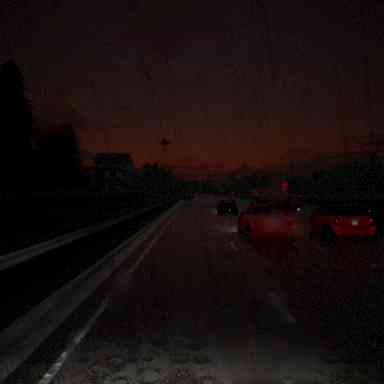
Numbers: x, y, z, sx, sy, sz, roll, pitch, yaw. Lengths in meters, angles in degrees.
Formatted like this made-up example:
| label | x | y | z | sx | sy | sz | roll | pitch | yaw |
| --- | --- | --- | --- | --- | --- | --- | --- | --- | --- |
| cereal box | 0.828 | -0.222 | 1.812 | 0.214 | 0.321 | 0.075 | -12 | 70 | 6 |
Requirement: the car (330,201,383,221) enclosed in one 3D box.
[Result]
| label | x | y | z | sx | sy | sz | roll | pitch | yaw |
| --- | --- | --- | --- | --- | --- | --- | --- | --- | --- |
| car | 14.098 | 1.602 | 28.894 | 2.033 | 1.411 | 5.357 | 0 | 0 | 0 |

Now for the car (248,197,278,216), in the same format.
| label | x | y | z | sx | sy | sz | roll | pitch | yaw |
| --- | --- | --- | --- | --- | --- | --- | --- | --- | --- |
| car | 7.099 | 1.416 | 33.934 | 2.097 | 1.767 | 4.553 | 0 | 0 | 0 |

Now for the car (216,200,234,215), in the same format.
| label | x | y | z | sx | sy | sz | roll | pitch | yaw |
| --- | --- | --- | --- | --- | --- | --- | --- | --- | --- |
| car | 3.598 | 1.556 | 34.211 | 2.128 | 1.511 | 4.902 | 0 | 0 | 0 |

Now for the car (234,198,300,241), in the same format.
| label | x | y | z | sx | sy | sz | roll | pitch | yaw |
| --- | --- | --- | --- | --- | --- | --- | --- | --- | --- |
| car | 3.601 | 1.384 | 16.897 | 2.097 | 1.767 | 4.553 | 0 | 0 | 0 |

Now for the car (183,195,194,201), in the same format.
| label | x | y | z | sx | sy | sz | roll | pitch | yaw |
| --- | --- | --- | --- | --- | --- | --- | --- | --- | --- |
| car | -1.231 | 1.517 | 88.757 | 2.097 | 1.767 | 4.553 | 0 | 0 | 0 |

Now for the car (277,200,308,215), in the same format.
| label | x | y | z | sx | sy | sz | roll | pitch | yaw |
| --- | --- | --- | --- | --- | --- | --- | --- | --- | --- |
| car | 10.584 | 1.592 | 35.297 | 1.812 | 1.442 | 4.674 | 0 | 0 | 0 |

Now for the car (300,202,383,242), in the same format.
| label | x | y | z | sx | sy | sz | roll | pitch | yaw |
| --- | --- | --- | --- | --- | --- | --- | --- | --- | --- |
| car | 7.100 | 1.383 | 16.626 | 2.097 | 1.767 | 4.553 | 0 | 0 | 0 |
